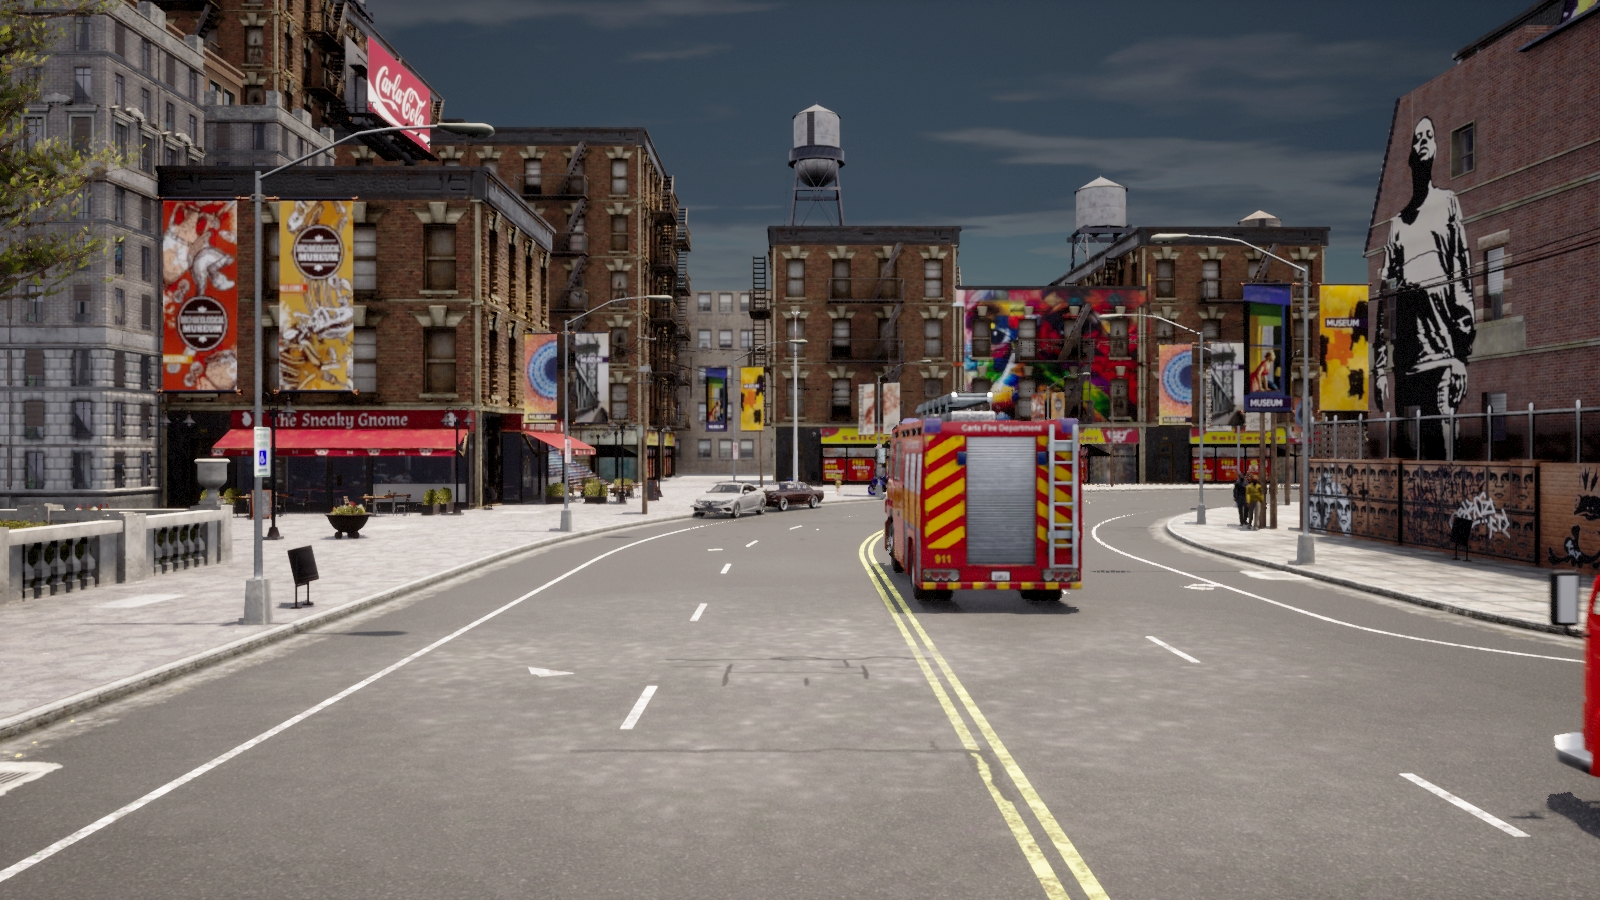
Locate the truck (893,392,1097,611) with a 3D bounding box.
[{"bbox_3d":[3.751,0.900,24.205,2.891,3.827,8.468,0,0,0],"label":"truck"}]

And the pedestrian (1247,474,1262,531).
[{"bbox_3d":[14.911,1.711,37.502,0.375,1.860,0.375,0,0,5],"label":"pedestrian"}]

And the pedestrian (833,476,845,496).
[{"bbox_3d":[2.276,2.102,66.743,0.500,1.100,0.500,0,0,33],"label":"pedestrian"}]

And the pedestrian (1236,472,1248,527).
[{"bbox_3d":[15.288,1.712,39.520,0.375,1.860,0.375,0,0,15],"label":"pedestrian"}]

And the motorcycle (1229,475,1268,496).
[{"bbox_3d":[28.315,2.233,72.125,2.209,1.251,0.867,0,1,-19],"label":"motorcycle"}]

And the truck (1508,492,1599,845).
[{"bbox_3d":[6.997,1.571,6.567,2.627,2.467,5.204,0,0,0],"label":"truck"}]
